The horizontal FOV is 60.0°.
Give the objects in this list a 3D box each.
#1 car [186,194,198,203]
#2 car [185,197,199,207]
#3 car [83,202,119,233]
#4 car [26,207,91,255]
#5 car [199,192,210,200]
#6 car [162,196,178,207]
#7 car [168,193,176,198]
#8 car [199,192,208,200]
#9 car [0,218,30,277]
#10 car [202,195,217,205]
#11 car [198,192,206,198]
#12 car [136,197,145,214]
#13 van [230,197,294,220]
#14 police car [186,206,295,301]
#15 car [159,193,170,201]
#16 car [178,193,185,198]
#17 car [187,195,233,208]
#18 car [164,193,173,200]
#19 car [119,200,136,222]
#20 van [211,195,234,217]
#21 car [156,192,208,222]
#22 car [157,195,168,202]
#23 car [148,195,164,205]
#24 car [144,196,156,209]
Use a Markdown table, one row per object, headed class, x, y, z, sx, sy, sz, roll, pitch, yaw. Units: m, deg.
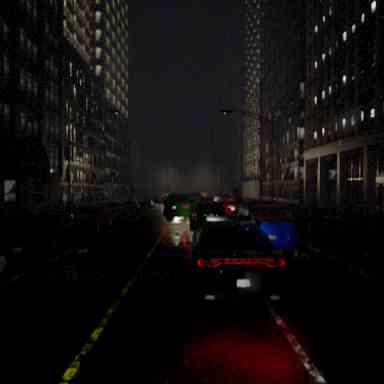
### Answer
| class | x | y | z | sx | sy | sz | roll | pitch | yaw |
| --- | --- | --- | --- | --- | --- | --- | --- | --- | --- |
| car | 0.049 | 1.162 | 59.308 | 2.128 | 1.511 | 4.902 | 0 | 0 | 0 |
| car | 0.055 | 1.346 | 46.019 | 1.895 | 1.301 | 4.718 | 0 | 0 | 1 |
| car | -5.683 | 1.441 | 18.641 | 1.887 | 1.381 | 4.507 | -1 | 0 | 0 |
| car | -5.688 | 1.494 | 12.957 | 1.947 | 1.339 | 4.313 | -1 | 0 | 0 |
| car | 2.743 | 0.896 | 75.468 | 2.192 | 1.841 | 5.009 | -1 | 0 | 0 |
| car | -3.009 | 1.309 | 46.138 | 1.994 | 1.385 | 4.181 | 0 | 0 | 1 |
| car | -5.621 | 1.050 | 92.527 | 1.947 | 1.339 | 4.313 | -1 | 0 | 0 |
| car | 2.748 | 0.864 | 81.152 | 2.192 | 1.841 | 5.009 | -1 | 0 | 0 |
| car | -5.693 | 1.510 | 7.274 | 2.008 | 1.369 | 4.403 | -1 | 0 | 0 |
| car | 2.726 | 1.258 | 52.735 | 2.008 | 1.369 | 4.403 | -1 | 0 | 0 |
| car | 2.759 | 0.924 | 92.519 | 1.967 | 1.590 | 4.097 | -1 | 0 | 0 |
| car | -5.673 | 1.416 | 30.008 | 1.802 | 1.307 | 4.206 | -1 | 0 | 0 |
| van | 2.691 | 1.269 | 12.949 | 1.690 | 1.788 | 3.998 | -1 | 0 | 0 |
| police car | 0.905 | 1.378 | 8.407 | 1.930 | 1.638 | 5.238 | 0 | 0 | 0 |
| car | -5.641 | 1.053 | 69.792 | 1.967 | 1.590 | 4.097 | -1 | 0 | 0 |
| car | -2.920 | 0.995 | 95.121 | 1.812 | 1.442 | 4.674 | 0 | 0 | 0 |
| car | 0.913 | 1.249 | 18.267 | 2.097 | 1.767 | 4.553 | 0 | 0 | 0 |
| car | -5.631 | 1.075 | 80.990 | 1.752 | 1.417 | 4.829 | -1 | 0 | 0 |
| car | -5.679 | 1.416 | 24.324 | 2.008 | 1.369 | 4.403 | -1 | 0 | 0 |
| van | 2.705 | 1.175 | 30.000 | 1.690 | 1.788 | 3.998 | -1 | 0 | 0 |
| car | -0.123 | 1.083 | 24.681 | 2.150 | 2.045 | 5.566 | -1 | 0 | 24 |
| car | -5.645 | 1.226 | 64.109 | 1.802 | 1.307 | 4.206 | -1 | 0 | 0 |
| car | -5.654 | 1.258 | 52.742 | 2.008 | 1.369 | 4.403 | -1 | 0 | 0 |
| car | -5.664 | 1.322 | 41.375 | 2.008 | 1.369 | 4.403 | -1 | 0 | 0 |
